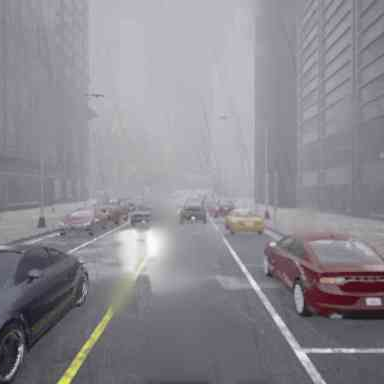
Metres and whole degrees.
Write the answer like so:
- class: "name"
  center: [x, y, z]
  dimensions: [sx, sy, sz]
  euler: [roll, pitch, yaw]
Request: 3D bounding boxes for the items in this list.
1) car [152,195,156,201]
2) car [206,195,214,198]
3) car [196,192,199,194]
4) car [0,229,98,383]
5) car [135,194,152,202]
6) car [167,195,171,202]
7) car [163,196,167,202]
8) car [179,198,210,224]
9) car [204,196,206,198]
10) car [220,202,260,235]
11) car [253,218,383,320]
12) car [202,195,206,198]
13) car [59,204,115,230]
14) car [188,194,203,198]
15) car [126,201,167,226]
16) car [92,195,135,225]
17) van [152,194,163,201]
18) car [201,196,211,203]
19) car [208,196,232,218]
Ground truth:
- class: "car"
  center: [-5.767, 1.447, 39.843]
  dimensions: [1.887, 1.381, 4.507]
  euler: [0, 0, 0]
- class: "car"
  center: [2.758, 1.353, 34.406]
  dimensions: [1.967, 1.590, 4.097]
  euler: [0, 0, 0]
- class: "car"
  center: [2.759, 1.340, 93.393]
  dimensions: [1.947, 1.339, 4.313]
  euler: [0, 0, 0]
- class: "car"
  center: [-3.082, 1.550, 5.116]
  dimensions: [1.994, 1.385, 4.181]
  euler: [0, 0, 0]
- class: "car"
  center: [-5.768, 1.228, 34.417]
  dimensions: [2.192, 1.841, 5.009]
  euler: [0, 0, 0]
- class: "car"
  center: [-5.766, 1.425, 66.975]
  dimensions: [1.802, 1.307, 4.206]
  euler: [0, 0, 0]
- class: "car"
  center: [-5.767, 1.308, 56.122]
  dimensions: [1.967, 1.590, 4.097]
  euler: [0, 0, 0]
- class: "car"
  center: [0.093, 1.442, 24.380]
  dimensions: [1.837, 1.490, 4.892]
  euler: [0, 1, 0]
- class: "car"
  center: [2.758, 1.446, 39.831]
  dimensions: [1.887, 1.381, 4.507]
  euler: [0, 0, 0]
- class: "car"
  center: [2.759, 1.476, 18.301]
  dimensions: [1.752, 1.417, 4.829]
  euler: [0, 0, 0]
- class: "car"
  center: [2.759, 1.524, 7.281]
  dimensions: [1.887, 1.381, 4.507]
  euler: [0, 0, 0]
- class: "car"
  center: [2.759, 1.441, 45.255]
  dimensions: [2.008, 1.369, 4.403]
  euler: [0, 0, 0]
- class: "car"
  center: [-5.766, 1.533, 18.140]
  dimensions: [1.802, 1.307, 4.206]
  euler: [0, 0, 0]
- class: "car"
  center: [0.099, 1.381, 45.547]
  dimensions: [2.128, 1.511, 4.902]
  euler: [0, 0, 0]
- class: "car"
  center: [-3.008, 1.540, 23.040]
  dimensions: [1.895, 1.301, 4.718]
  euler: [0, 0, 0]
- class: "car"
  center: [-5.767, 1.253, 23.565]
  dimensions: [2.192, 1.841, 5.009]
  euler: [0, 0, 0]
- class: "van"
  center: [-5.767, 1.221, 50.695]
  dimensions: [1.690, 1.788, 3.998]
  euler: [0, 0, 0]
- class: "car"
  center: [2.759, 1.408, 66.957]
  dimensions: [1.947, 1.339, 4.313]
  euler: [0, 0, 0]
- class: "car"
  center: [2.758, 1.365, 28.980]
  dimensions: [1.967, 1.590, 4.097]
  euler: [0, 0, 0]
